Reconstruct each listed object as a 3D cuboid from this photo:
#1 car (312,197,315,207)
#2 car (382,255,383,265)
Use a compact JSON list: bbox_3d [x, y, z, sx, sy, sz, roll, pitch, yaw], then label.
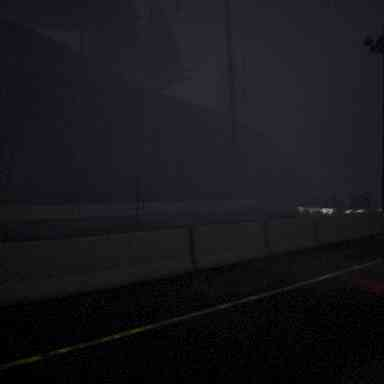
[{"bbox_3d":[18.193,1.493,50.687,1.882,1.535,5.008,0,0,39],"label":"car"},{"bbox_3d":[7.510,1.548,9.776,5.357,1.411,2.033,0,0,-39],"label":"car"}]
